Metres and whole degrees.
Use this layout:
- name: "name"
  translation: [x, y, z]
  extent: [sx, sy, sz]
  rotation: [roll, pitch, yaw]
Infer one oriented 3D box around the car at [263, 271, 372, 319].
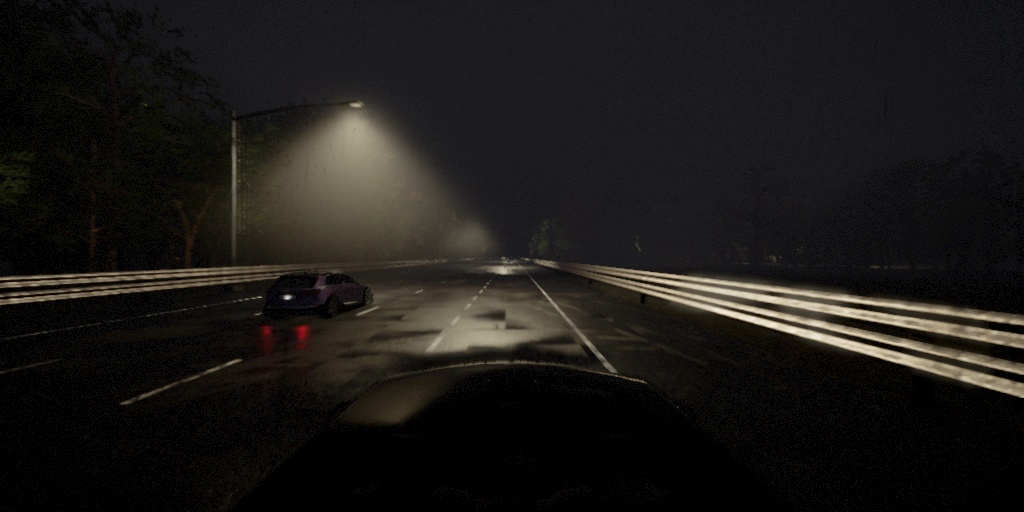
- name: "car"
  translation: [-6.709, 1.318, 12.889]
  extent: [2.033, 1.649, 4.856]
  rotation: [0, -1, -1]
